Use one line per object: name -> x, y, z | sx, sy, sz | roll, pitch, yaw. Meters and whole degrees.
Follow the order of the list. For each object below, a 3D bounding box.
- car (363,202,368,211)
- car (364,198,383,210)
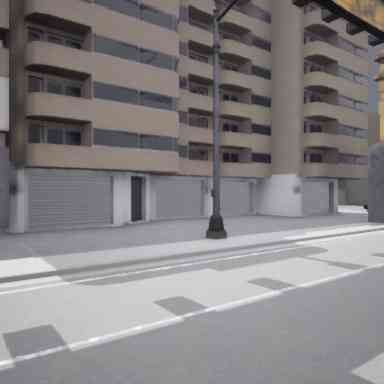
car -> 20.689, 1.450, 35.318 | 2.038, 1.542, 4.974 | 0, 0, -11
car -> 20.679, 1.292, 35.369 | 1.853, 1.218, 4.536 | 0, 0, -11
